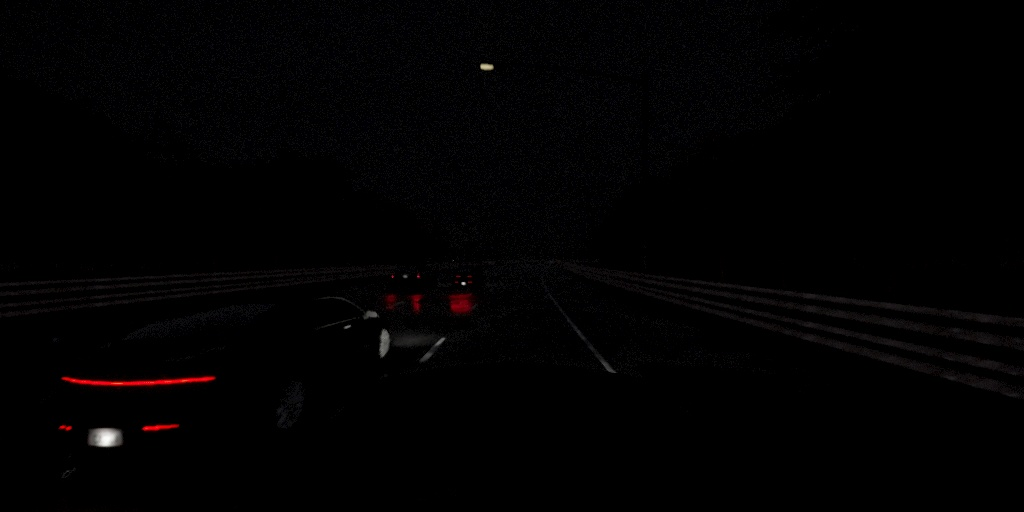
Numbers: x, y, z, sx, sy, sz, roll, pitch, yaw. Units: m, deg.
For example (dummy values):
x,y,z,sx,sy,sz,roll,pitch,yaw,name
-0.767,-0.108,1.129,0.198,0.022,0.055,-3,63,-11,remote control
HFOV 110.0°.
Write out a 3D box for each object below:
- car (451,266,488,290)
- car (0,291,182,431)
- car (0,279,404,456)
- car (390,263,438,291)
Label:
x,y,z,sx,sy,sz,roll,pitch,yaw,name
-2.835,1.438,24.202,1.837,1.490,4.892,0,0,3,car
-6.887,1.300,3.678,2.033,1.411,5.357,0,0,0,car
-3.363,1.279,5.408,1.837,1.490,4.892,0,0,0,car
-6.356,1.274,23.772,2.097,1.767,4.553,0,0,3,car
